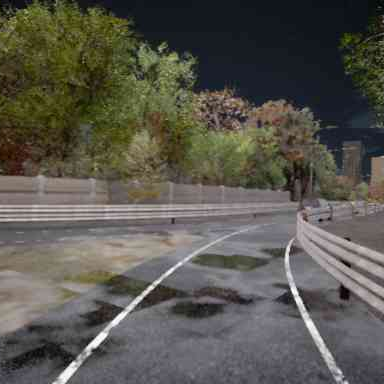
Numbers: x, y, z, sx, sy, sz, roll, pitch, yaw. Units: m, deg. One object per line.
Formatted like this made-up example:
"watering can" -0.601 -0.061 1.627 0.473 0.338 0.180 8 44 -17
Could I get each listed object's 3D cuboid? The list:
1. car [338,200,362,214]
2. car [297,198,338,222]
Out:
"car" 20.745 1.973 44.053 2.097 1.767 4.553 1 0 36
"car" 11.573 1.595 31.068 2.150 2.045 5.566 1 0 35
